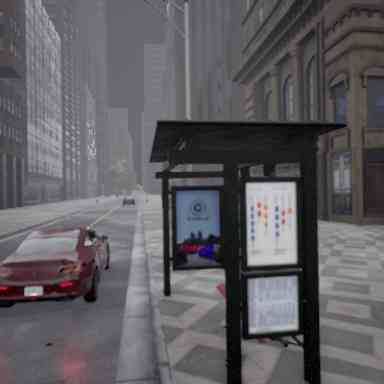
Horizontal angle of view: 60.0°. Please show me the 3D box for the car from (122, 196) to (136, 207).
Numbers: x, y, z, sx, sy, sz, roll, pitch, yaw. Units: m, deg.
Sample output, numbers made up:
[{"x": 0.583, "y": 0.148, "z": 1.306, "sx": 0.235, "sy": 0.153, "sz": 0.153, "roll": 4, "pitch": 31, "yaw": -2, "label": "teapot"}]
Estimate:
[{"x": -9.813, "y": 1.424, "z": 51.876, "sx": 1.882, "sy": 1.535, "sz": 5.008, "roll": -1, "pitch": 0, "yaw": -9, "label": "car"}]

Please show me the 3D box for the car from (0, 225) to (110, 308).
[{"x": -3.060, "y": 1.524, "z": 7.955, "sx": 1.812, "sy": 1.442, "sz": 4.674, "roll": -1, "pitch": 0, "yaw": -9, "label": "car"}]
